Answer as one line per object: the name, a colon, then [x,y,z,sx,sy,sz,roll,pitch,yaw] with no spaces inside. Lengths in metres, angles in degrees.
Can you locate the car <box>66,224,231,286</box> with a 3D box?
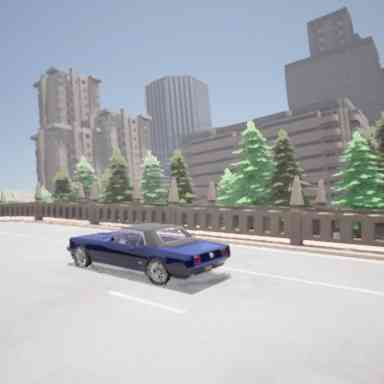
car: [-1.404,1.550,9.295,4.718,1.301,1.895,1,0,36]
